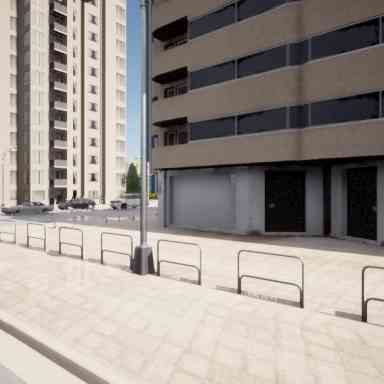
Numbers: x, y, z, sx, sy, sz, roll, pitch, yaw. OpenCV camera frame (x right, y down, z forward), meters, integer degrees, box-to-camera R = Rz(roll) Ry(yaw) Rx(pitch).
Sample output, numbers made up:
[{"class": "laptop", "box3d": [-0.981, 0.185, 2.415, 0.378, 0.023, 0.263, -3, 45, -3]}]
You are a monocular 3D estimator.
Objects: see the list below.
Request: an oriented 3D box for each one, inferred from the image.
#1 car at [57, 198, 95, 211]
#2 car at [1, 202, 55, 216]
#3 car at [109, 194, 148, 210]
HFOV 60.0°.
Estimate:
[{"class": "car", "box3d": [-14.663, 1.557, 42.334, 1.837, 1.490, 4.892, 0, 1, 39]}, {"class": "car", "box3d": [-16.767, 1.656, 34.075, 1.895, 1.301, 4.718, 0, 0, 38]}, {"class": "car", "box3d": [-8.374, 1.279, 44.564, 2.150, 2.045, 5.566, 0, 0, 41]}]
